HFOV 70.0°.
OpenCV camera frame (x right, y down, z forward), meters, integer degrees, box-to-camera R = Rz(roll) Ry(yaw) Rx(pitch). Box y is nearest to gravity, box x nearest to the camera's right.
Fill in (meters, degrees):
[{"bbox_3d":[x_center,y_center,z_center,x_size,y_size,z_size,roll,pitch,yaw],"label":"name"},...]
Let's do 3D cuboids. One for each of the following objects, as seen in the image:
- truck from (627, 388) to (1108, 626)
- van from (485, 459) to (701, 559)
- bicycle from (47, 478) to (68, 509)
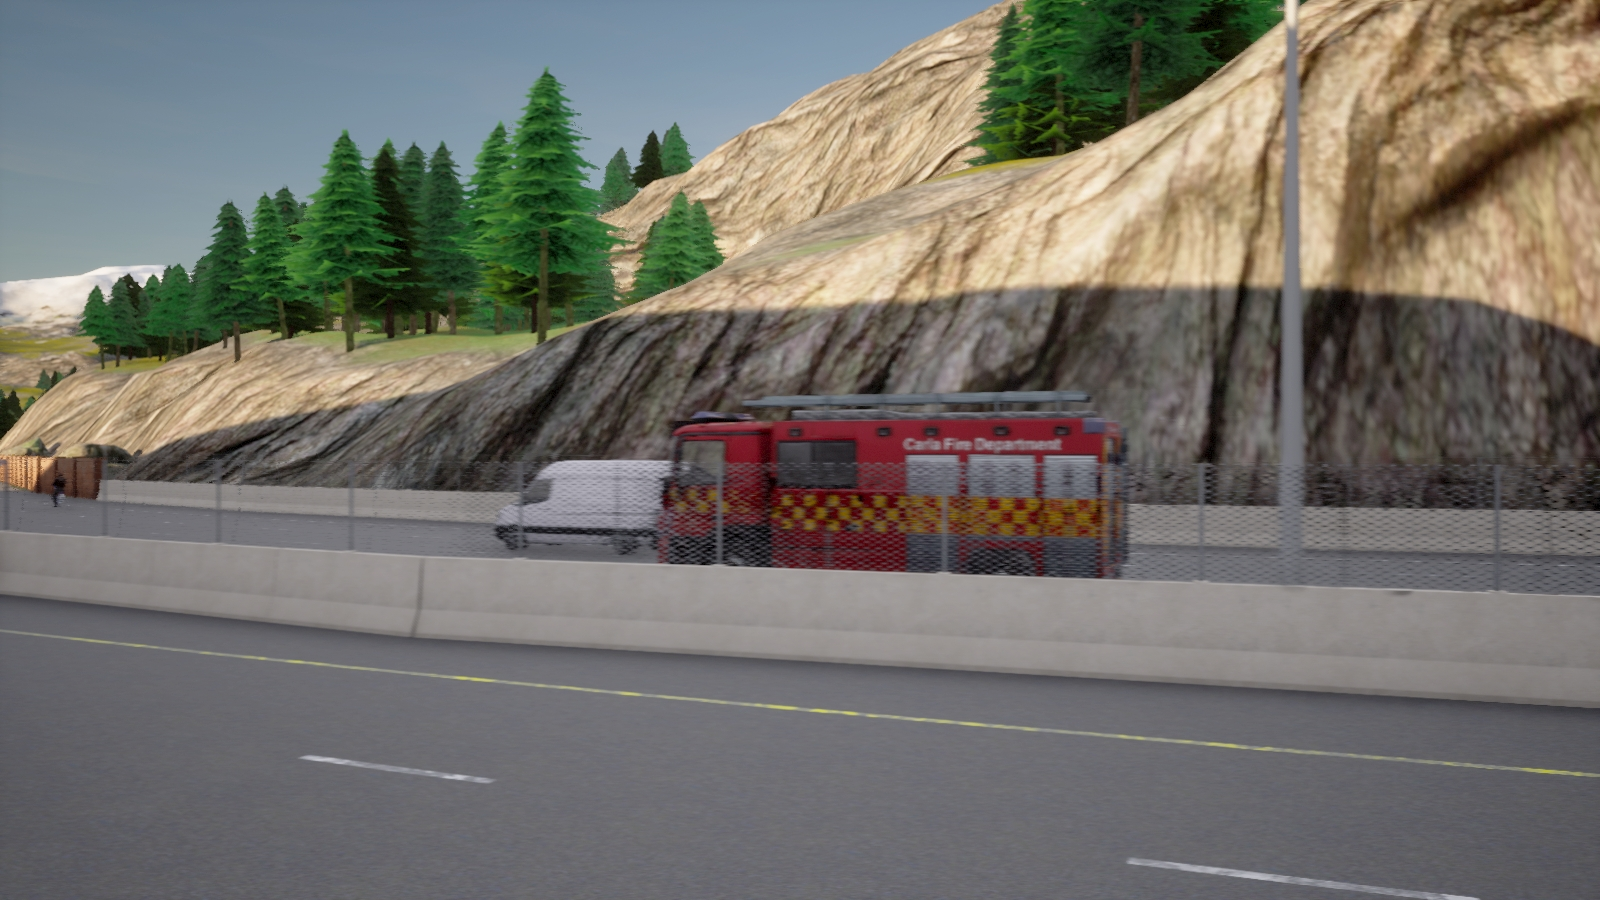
[{"bbox_3d":[1.215,0.913,21.321,8.468,3.827,2.891,0,0,22],"label":"truck"},{"bbox_3d":[-5.863,1.568,32.190,5.915,2.561,1.988,0,0,25],"label":"van"},{"bbox_3d":[-36.301,2.106,55.845,1.835,1.489,0.329,0,-1,40],"label":"bicycle"}]
